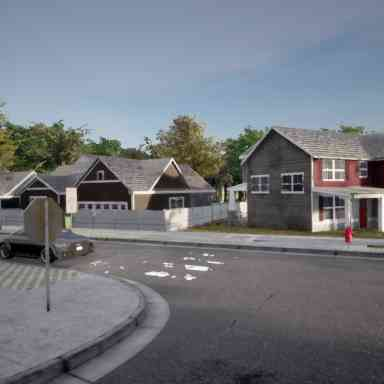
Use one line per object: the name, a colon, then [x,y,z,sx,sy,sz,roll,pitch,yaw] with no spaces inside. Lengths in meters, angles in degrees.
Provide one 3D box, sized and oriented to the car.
car: [-6.230,2.117,14.214,4.181,1.385,1.994,-2,0,29]
